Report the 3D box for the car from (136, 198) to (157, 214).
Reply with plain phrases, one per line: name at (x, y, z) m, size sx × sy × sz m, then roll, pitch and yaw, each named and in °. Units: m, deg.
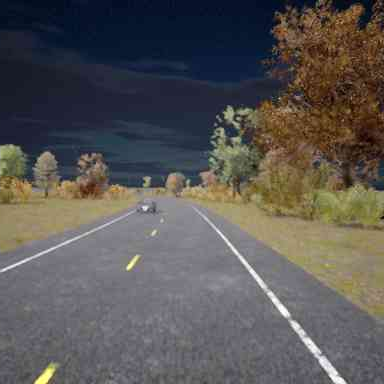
car at (-4.607, 1.367, 34.274) m, size 2.128 × 1.511 × 4.902 m, roll 0°, pitch 0°, yaw -3°
